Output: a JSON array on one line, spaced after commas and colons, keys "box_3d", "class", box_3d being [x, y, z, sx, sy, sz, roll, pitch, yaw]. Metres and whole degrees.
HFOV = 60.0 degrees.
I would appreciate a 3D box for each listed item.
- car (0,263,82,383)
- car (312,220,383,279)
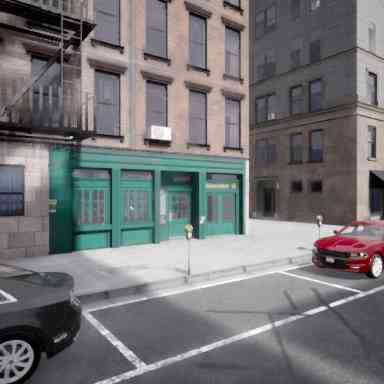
[{"box_3d": [-3.525, 1.551, 3.679, 4.403, 1.369, 2.008, 0, 0, -35], "class": "car"}, {"box_3d": [5.464, 1.544, 10.056, 4.507, 1.381, 1.887, 0, 0, -35], "class": "car"}]
